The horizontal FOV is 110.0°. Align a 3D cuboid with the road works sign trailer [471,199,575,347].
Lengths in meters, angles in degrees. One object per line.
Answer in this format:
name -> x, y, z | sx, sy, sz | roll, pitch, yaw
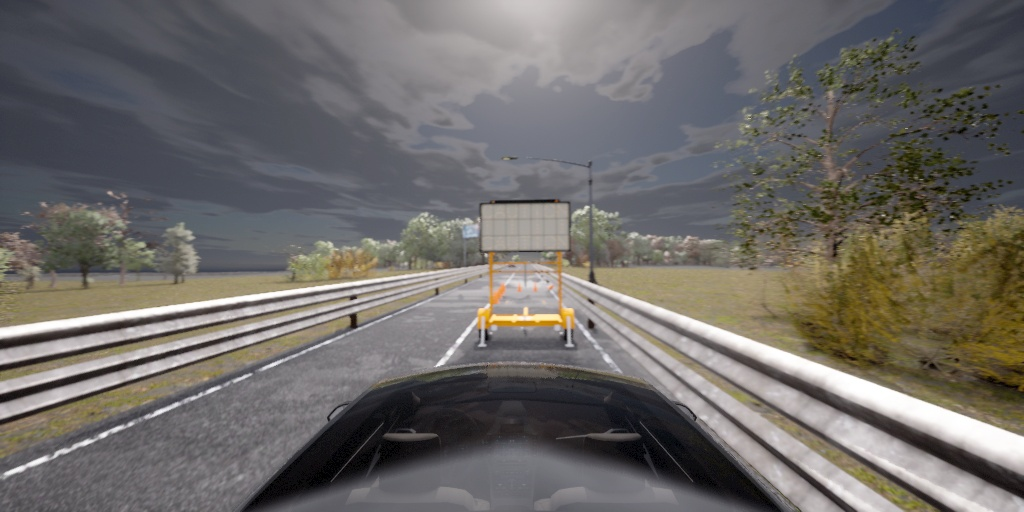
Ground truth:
road works sign trailer -> 0.377, 0.302, 9.615 | 2.380, 3.560, 2.880 | 0, 0, 2
